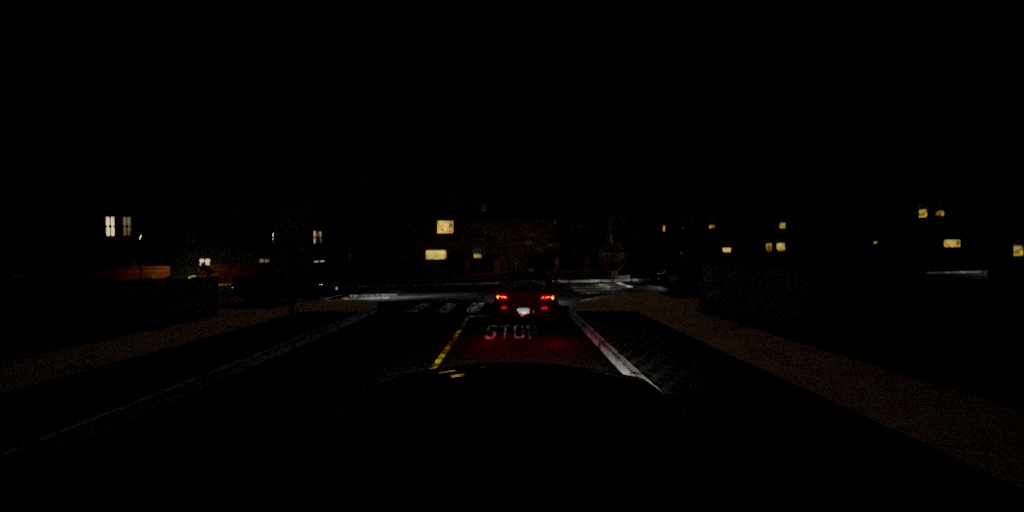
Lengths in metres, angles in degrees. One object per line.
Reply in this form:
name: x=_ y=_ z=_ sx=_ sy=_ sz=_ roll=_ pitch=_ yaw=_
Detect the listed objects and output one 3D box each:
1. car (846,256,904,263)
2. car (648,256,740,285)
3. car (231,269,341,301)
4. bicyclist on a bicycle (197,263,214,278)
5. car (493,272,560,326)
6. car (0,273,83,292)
car: x=20.599 y=0.682 z=20.774 sx=4.718 sy=1.301 sz=1.895 roll=-1 pitch=1 yaw=0
car: x=10.472 y=0.798 z=20.730 sx=5.008 sy=1.535 sz=1.882 roll=-1 pitch=1 yaw=-1
car: x=-11.068 y=1.384 z=17.711 sx=4.902 sy=1.511 sz=2.128 roll=-1 pitch=1 yaw=3
bicyclist on a bicycle: x=-20.158 y=1.284 z=23.630 sx=0.582 sy=1.620 sz=1.656 roll=-1 pitch=1 yaw=0
car: x=0.537 y=1.218 z=11.371 sx=1.812 sy=1.442 sz=4.674 roll=0 pitch=0 yaw=6
car: x=-23.676 y=1.692 z=17.783 sx=4.892 sy=1.490 sz=1.837 roll=-1 pitch=1 yaw=0
